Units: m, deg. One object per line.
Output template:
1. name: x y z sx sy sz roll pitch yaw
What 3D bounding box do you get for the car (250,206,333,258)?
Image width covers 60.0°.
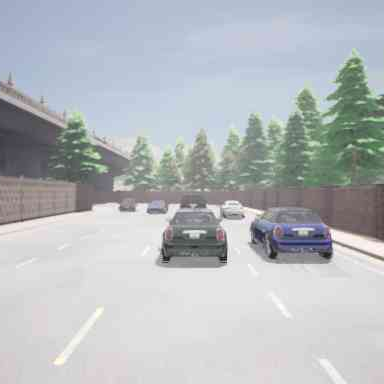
1. car: 3.589 1.350 12.832 2.097 1.767 4.553 0 0 0

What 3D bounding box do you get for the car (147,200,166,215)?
1. car: -3.430 1.544 34.675 2.033 1.411 5.357 0 0 2

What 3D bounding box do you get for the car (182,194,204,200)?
1. car: 0.090 1.219 28.136 2.150 2.045 5.566 0 0 0

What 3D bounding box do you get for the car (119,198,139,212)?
1. car: -7.203 1.502 38.406 1.837 1.490 4.892 2 0 -5

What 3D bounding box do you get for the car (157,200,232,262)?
1. car: 0.087 1.352 12.246 2.097 1.767 4.553 0 0 0

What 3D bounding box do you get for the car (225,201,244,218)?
1. car: 3.579 1.523 30.103 1.812 1.442 4.674 0 0 0
